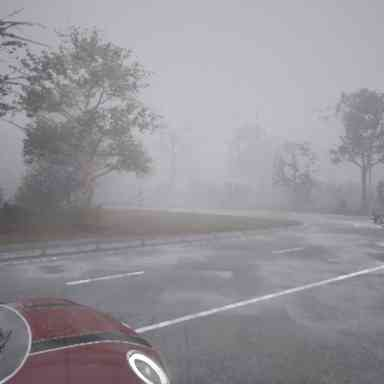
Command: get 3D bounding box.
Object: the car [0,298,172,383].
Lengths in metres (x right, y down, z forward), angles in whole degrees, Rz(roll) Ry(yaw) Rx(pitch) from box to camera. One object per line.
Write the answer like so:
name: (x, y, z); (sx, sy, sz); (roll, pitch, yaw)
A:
car: (-2.309, 1.349, 2.073); (4.553, 1.767, 2.097); (0, 0, -36)

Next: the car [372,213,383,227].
car: (13.731, 1.642, 20.677); (1.895, 1.301, 4.718); (0, 0, -21)
